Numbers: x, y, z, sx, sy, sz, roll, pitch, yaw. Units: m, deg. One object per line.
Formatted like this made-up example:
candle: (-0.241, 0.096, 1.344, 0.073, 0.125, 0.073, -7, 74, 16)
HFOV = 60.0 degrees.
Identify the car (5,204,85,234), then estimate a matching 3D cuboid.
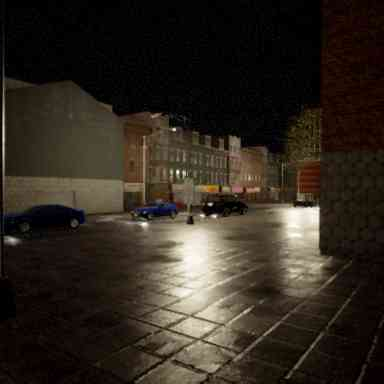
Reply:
car: (-8.809, 1.477, 19.793, 1.882, 1.535, 5.008, 1, 0, 36)

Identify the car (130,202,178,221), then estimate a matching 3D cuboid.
car: (-3.046, 1.539, 27.834, 1.812, 1.442, 4.674, 1, 0, 36)

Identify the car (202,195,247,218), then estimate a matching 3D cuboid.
car: (3.173, 1.267, 31.467, 2.150, 2.045, 5.566, 1, 0, 36)

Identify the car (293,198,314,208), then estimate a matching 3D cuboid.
car: (17.051, 1.639, 50.843, 2.033, 1.411, 5.357, 1, 0, 36)

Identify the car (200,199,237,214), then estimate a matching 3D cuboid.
car: (2.912, 1.556, 36.146, 1.812, 1.442, 4.674, 1, 0, 36)
